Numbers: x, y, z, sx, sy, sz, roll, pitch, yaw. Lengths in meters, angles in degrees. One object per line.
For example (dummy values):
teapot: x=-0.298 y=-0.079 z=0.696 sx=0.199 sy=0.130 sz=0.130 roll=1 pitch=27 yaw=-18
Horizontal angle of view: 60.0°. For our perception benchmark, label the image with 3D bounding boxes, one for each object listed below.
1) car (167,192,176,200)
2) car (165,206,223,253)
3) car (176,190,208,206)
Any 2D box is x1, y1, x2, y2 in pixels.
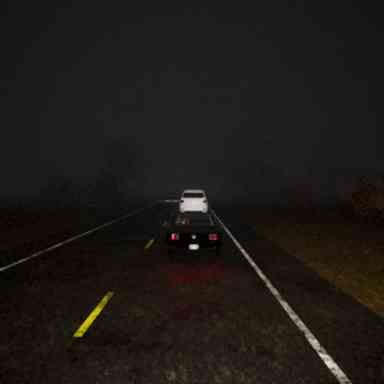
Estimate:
car: x=-3.310 y=0.696 z=57.797 sx=2.033 sy=1.411 sz=5.357 roll=0 pitch=1 yaw=1
car: x=0.095 y=1.424 z=12.770 sx=1.895 sy=1.301 sz=4.718 roll=0 pitch=1 yaw=1
car: x=0.152 y=0.838 z=27.265 sx=2.150 sy=2.045 sz=5.566 roll=0 pitch=1 yaw=1
